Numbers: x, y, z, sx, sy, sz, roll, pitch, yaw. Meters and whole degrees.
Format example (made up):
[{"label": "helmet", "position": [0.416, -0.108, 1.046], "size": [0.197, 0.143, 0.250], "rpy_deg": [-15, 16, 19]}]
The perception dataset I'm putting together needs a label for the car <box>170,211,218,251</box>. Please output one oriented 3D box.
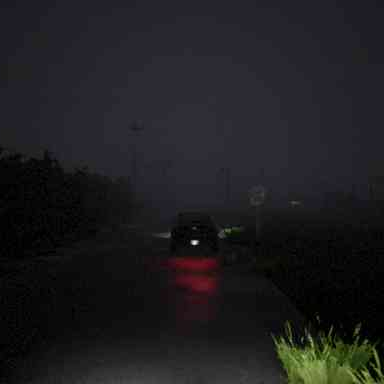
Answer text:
[{"label": "car", "position": [0.099, 1.593, 14.501], "size": [1.837, 1.490, 4.892], "rpy_deg": [0, 0, 0]}]
